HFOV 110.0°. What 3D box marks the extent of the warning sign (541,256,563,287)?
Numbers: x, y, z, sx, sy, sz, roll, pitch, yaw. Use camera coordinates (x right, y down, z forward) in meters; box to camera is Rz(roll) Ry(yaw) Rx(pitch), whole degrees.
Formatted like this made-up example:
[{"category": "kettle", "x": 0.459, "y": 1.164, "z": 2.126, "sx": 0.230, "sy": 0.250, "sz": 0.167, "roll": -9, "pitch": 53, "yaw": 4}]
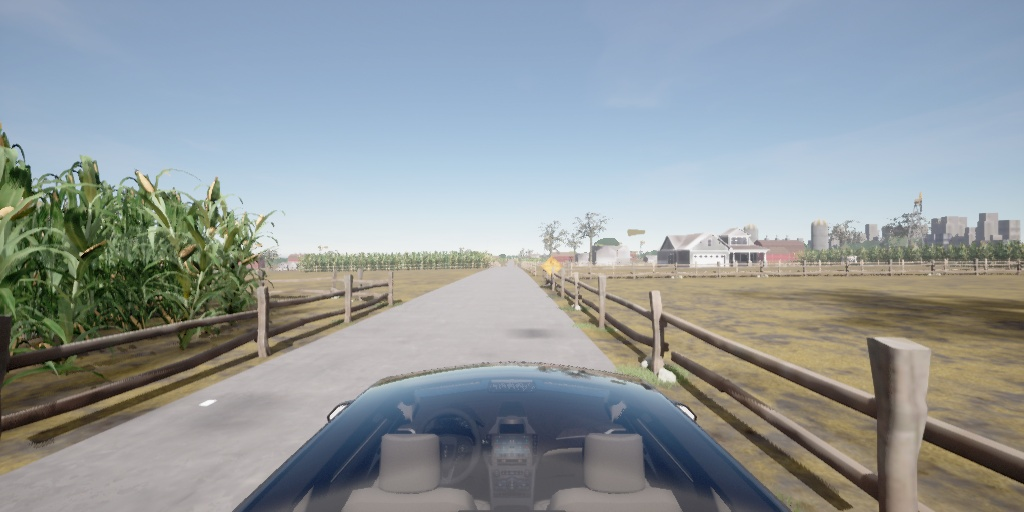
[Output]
[{"category": "warning sign", "x": 2.450, "y": 0.921, "z": 22.048, "sx": 1.300, "sy": 1.860, "sz": 1.060, "roll": 0, "pitch": 0, "yaw": 0}]
